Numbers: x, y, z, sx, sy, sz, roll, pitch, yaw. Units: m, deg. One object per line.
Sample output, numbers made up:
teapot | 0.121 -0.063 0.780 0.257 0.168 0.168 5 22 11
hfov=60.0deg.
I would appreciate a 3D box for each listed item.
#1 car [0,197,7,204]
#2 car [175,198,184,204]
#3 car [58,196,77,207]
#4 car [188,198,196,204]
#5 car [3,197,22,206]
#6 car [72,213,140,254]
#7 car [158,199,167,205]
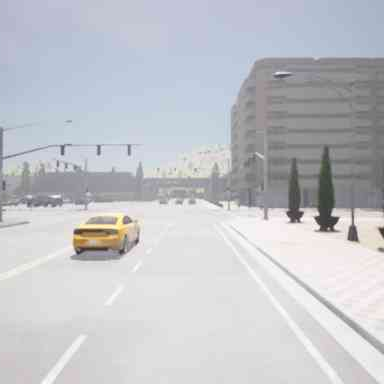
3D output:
car | -47.044 2.029 80.721 1.932 1.855 4.605 0 -1 0
car | -3.431 2.532 86.755 1.895 1.301 4.718 0 -1 0
car | -30.146 2.271 80.735 1.970 1.475 3.806 0 -1 0
car | 0.069 2.489 86.722 1.994 1.385 4.181 0 -1 0
car | -35.979 2.108 65.660 1.970 1.475 3.806 0 -1 0
car | -3.464 1.633 14.250 1.882 1.535 5.008 0 0 1
car | -6.937 2.364 79.689 1.837 1.490 4.892 0 -1 0
